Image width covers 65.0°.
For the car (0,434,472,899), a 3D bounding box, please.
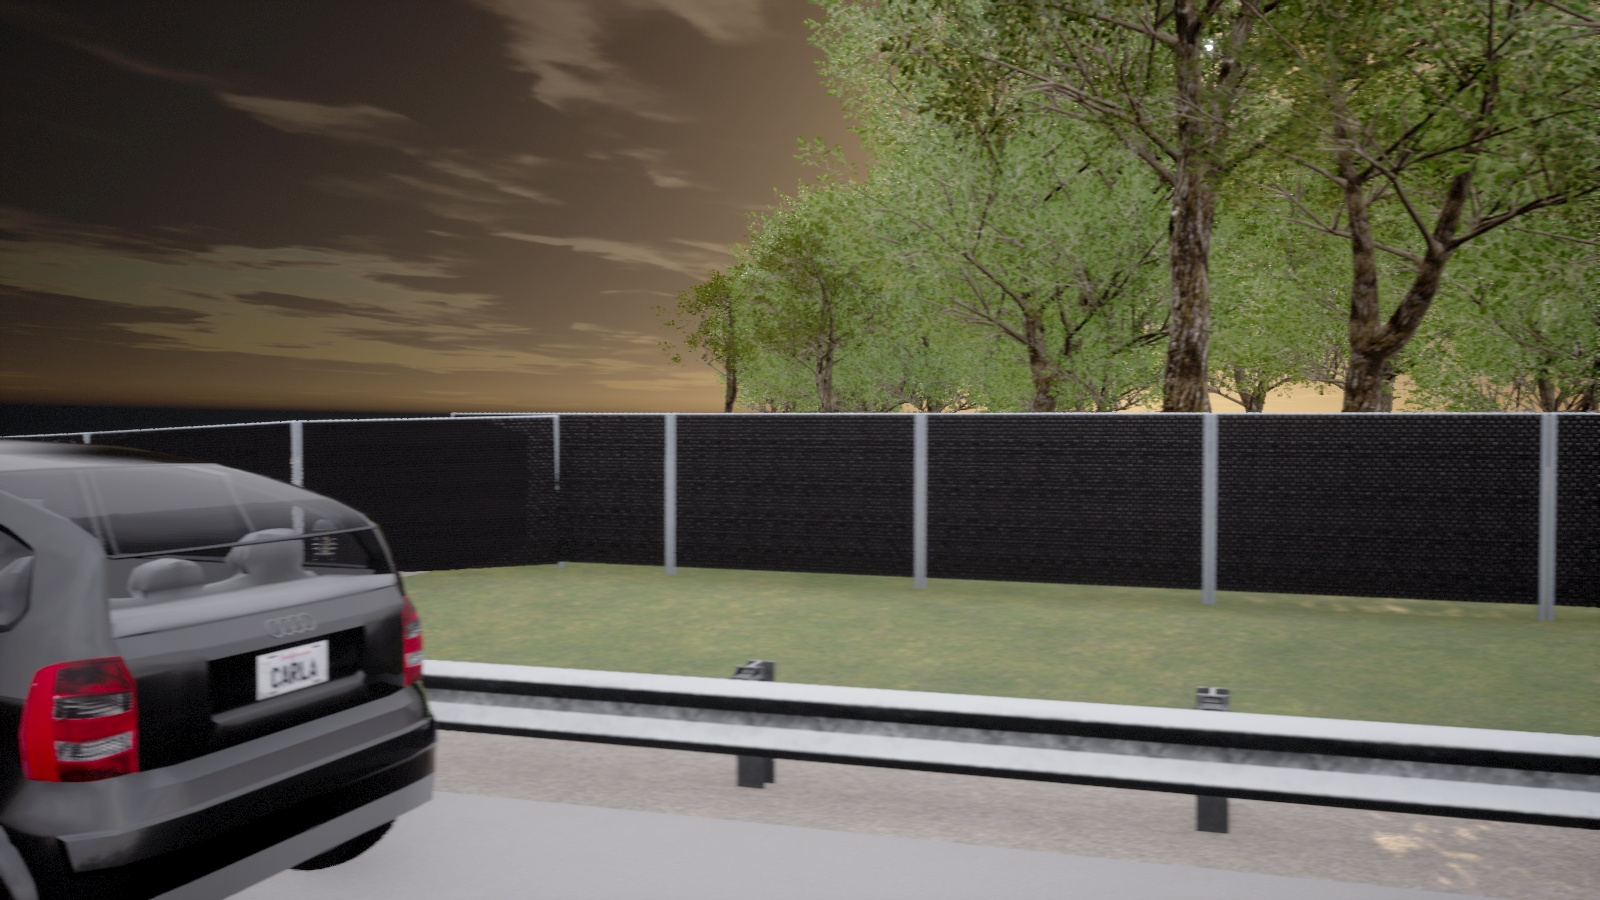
[{"bbox_3d":[-3.226,0.724,4.268,3.705,1.549,1.789,1,1,18],"label":"car"}]
